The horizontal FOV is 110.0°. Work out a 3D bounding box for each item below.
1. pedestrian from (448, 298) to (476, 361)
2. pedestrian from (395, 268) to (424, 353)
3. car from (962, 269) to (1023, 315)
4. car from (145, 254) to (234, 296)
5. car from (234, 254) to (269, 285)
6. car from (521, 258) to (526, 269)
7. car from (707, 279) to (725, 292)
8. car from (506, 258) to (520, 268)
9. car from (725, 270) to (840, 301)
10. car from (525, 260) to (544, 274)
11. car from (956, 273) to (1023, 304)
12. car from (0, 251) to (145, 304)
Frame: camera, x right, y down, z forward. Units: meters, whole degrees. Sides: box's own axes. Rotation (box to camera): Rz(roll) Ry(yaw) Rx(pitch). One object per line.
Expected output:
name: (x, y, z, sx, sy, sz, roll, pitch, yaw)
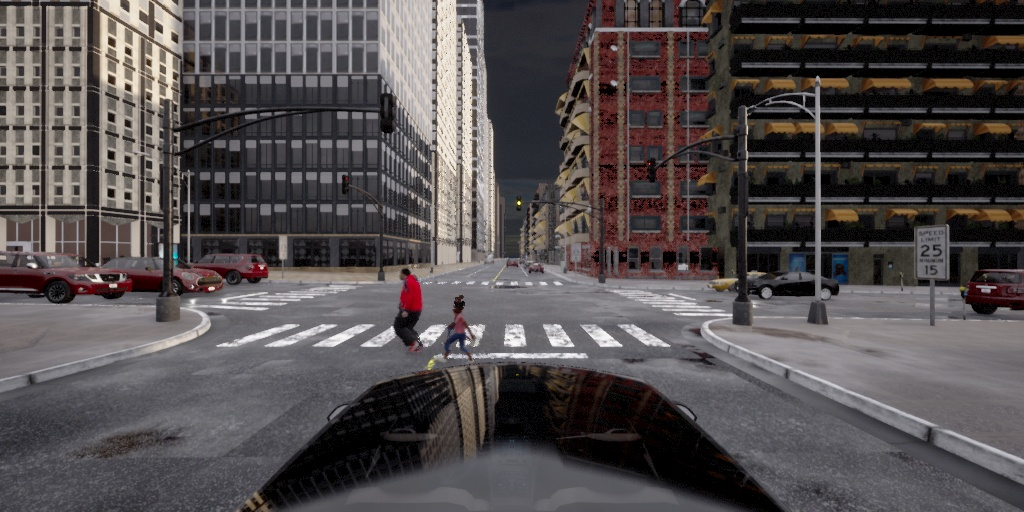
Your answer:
pedestrian: (-0.923, 1.044, 6.632, 0.375, 1.860, 0.375, 0, 0, 0)
pedestrian: (-2.073, 1.044, 7.256, 0.375, 1.860, 0.375, 0, 0, 0)
car: (20.614, 1.461, 13.799, 5.009, 1.841, 2.192, 0, 0, 0)
car: (-15.724, 0.835, 16.089, 4.553, 1.767, 2.097, 1, 0, 0)
car: (-17.684, 0.776, 21.863, 5.009, 1.841, 2.192, 0, 0, 0)
car: (2.760, 1.317, 54.733, 2.007, 1.370, 4.403, 0, 0, 0)
car: (14.657, 1.587, 22.103, 4.829, 1.417, 1.751, 0, 0, 0)
car: (0.082, 1.125, 63.972, 2.097, 1.767, 4.553, 0, 0, 0)
car: (14.819, 1.532, 19.517, 5.008, 1.535, 1.882, 1, 0, 0)
car: (2.793, 1.341, 41.816, 1.802, 1.307, 4.207, 0, 0, 0)
car: (27.974, 1.771, 19.610, 5.008, 1.535, 1.882, 1, 0, 0)
car: (-17.560, 0.757, 13.484, 5.009, 1.841, 2.192, 0, 0, 0)
